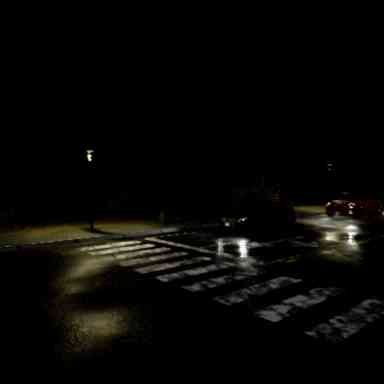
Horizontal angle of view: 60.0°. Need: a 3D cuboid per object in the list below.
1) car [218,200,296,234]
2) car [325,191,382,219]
[{"bbox_3d":[3.415,1.173,16.772,4.674,1.442,1.812,-2,1,-39],"label":"car"},{"bbox_3d":[11.146,0.797,22.911,4.553,1.767,2.097,-1,1,-38],"label":"car"}]
